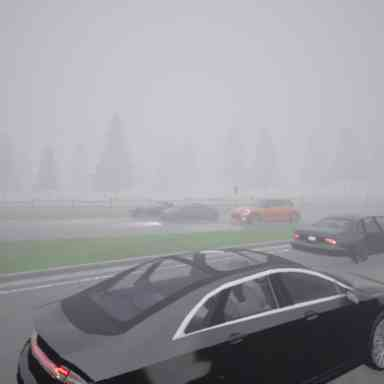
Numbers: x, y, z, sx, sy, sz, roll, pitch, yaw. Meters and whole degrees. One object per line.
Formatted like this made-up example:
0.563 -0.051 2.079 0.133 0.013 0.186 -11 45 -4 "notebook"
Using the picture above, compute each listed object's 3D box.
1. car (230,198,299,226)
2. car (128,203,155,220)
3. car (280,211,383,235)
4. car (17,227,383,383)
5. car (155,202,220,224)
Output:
4.760 1.213 21.744 4.553 1.767 2.097 0 0 -22 "car"
-2.673 1.468 26.352 4.718 1.301 1.895 0 0 -20 "car"
5.812 1.460 11.518 5.357 1.411 2.033 0 0 -32 "car"
0.662 1.467 4.013 4.902 1.511 2.128 0 0 -34 "car"
-0.154 1.436 23.576 4.181 1.385 1.994 0 0 -21 "car"
